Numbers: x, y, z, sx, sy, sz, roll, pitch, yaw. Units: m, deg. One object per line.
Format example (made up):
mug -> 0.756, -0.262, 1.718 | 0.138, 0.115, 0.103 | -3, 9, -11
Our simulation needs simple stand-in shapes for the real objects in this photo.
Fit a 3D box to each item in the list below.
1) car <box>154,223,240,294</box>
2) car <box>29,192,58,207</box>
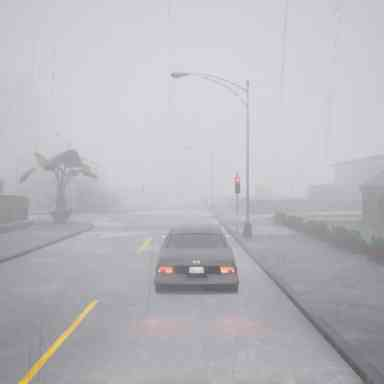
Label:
car -> 0.100, 1.547, 8.900 | 2.033, 1.411, 5.357 | 0, 0, 0
car -> -19.743, 0.983, 43.945 | 1.905, 1.878, 3.866 | 0, 0, 35
